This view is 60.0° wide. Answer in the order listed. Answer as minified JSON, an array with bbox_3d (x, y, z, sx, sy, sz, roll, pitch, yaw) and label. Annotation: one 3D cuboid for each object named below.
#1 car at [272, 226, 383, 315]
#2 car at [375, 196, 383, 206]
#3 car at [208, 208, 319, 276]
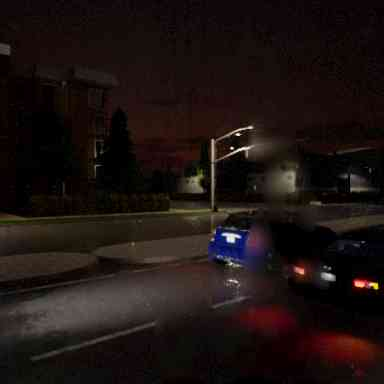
[{"bbox_3d":[4.371,1.546,7.437,5.357,1.411,2.033,0,0,-38],"label":"car"},{"bbox_3d":[32.054,1.482,55.078,4.902,1.511,2.128,0,0,-38],"label":"car"},{"bbox_3d":[2.740,1.351,10.613,4.553,1.767,2.097,0,0,-39],"label":"car"}]
